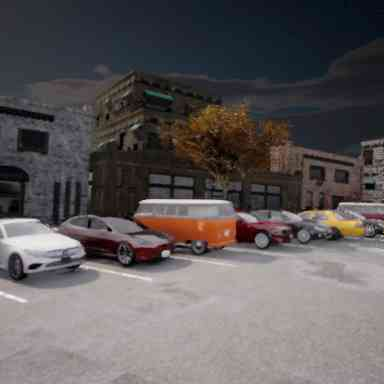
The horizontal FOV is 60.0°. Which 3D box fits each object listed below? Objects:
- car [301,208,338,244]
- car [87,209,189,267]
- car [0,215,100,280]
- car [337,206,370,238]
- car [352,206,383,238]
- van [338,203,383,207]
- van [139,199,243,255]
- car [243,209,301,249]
[{"bbox_3d":[4.373,1.623,16.688,4.892,1.521,2.231,0,-2,35],"label":"car"},{"bbox_3d":[-2.766,1.513,11.584,4.792,1.488,2.163,-1,-1,35],"label":"car"},{"bbox_3d":[-5.175,1.515,9.908,4.674,1.452,2.002,-1,-1,35],"label":"car"},{"bbox_3d":[6.608,1.706,18.471,5.366,1.575,1.946,0,-2,35],"label":"car"},{"bbox_3d":[9.148,1.818,20.061,4.892,1.521,2.231,0,-2,35],"label":"car"},{"bbox_3d":[11.451,1.717,21.810,4.442,1.987,1.878,0,-2,35],"label":"van"},{"bbox_3d":[-0.498,1.286,13.367,4.442,1.987,1.878,-1,-1,35],"label":"van"},{"bbox_3d":[1.983,1.556,14.998,5.008,1.535,2.097,-1,-2,35],"label":"car"}]
